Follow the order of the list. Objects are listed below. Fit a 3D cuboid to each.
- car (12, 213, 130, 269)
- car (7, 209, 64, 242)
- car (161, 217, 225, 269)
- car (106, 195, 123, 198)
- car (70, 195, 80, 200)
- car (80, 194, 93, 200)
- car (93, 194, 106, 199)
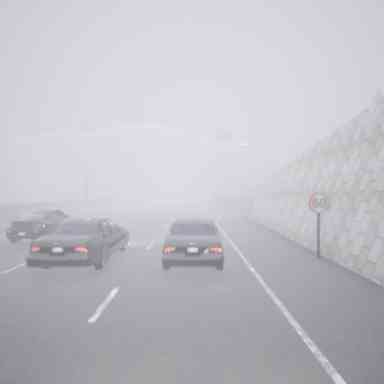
[{"bbox_3d":[-3.455,1.549,11.118,2.033,1.411,5.357,0,0,1],"label":"car"},{"bbox_3d":[-6.921,1.528,15.868,1.812,1.442,4.674,0,0,0],"label":"car"},{"bbox_3d":[0.045,1.549,11.122,2.033,1.411,5.357,0,0,1],"label":"car"},{"bbox_3d":[-21.000,1.553,90.287,2.033,1.411,5.357,0,0,0],"label":"car"},{"bbox_3d":[-31.500,1.566,90.287,1.994,1.385,4.181,0,0,0],"label":"car"},{"bbox_3d":[-28.000,1.368,90.317,2.097,1.767,4.553,0,0,0],"label":"car"},{"bbox_3d":[-24.500,1.513,90.287,1.837,1.490,4.892,0,0,0],"label":"car"}]
